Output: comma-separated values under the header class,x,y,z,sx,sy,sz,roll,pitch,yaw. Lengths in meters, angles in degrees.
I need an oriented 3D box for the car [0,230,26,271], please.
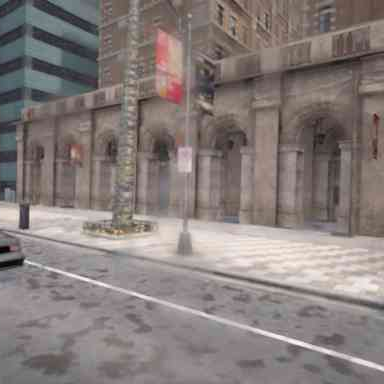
class,x,y,z,sx,sy,sz,roll,pitch,yaw
car,-6.477,1.287,8.770,5.357,1.411,2.033,2,1,37
